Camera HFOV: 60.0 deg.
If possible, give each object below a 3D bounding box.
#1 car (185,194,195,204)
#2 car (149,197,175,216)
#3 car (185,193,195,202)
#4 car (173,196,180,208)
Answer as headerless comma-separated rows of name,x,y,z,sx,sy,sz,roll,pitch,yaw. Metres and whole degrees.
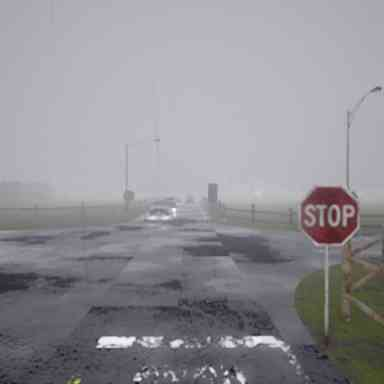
car,-0.375,1.509,61.231,2.033,1.411,5.357,0,0,0
car,-3.046,1.528,32.713,2.033,1.411,5.357,0,0,0
car,-0.440,1.140,71.620,2.097,1.767,4.553,0,0,0
car,-3.132,1.474,47.713,1.837,1.490,4.892,0,0,0
